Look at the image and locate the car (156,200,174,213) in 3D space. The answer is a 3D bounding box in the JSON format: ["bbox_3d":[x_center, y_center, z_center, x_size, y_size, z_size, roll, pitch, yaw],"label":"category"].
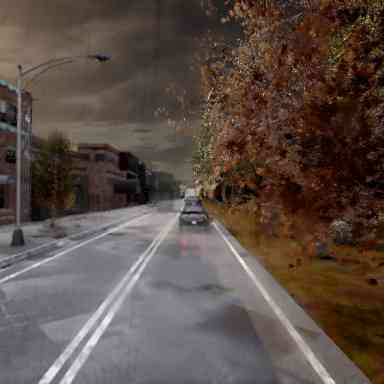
[{"bbox_3d":[-3.249,1.818,41.344,1.837,1.490,4.892,0,0,0],"label":"car"}]

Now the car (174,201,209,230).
[{"bbox_3d":[0.131,1.620,22.179,2.128,1.511,4.902,0,-1,0],"label":"car"}]

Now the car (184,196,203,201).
[{"bbox_3d":[0.191,1.543,42.008,2.150,2.045,5.566,0,-1,0],"label":"car"}]
